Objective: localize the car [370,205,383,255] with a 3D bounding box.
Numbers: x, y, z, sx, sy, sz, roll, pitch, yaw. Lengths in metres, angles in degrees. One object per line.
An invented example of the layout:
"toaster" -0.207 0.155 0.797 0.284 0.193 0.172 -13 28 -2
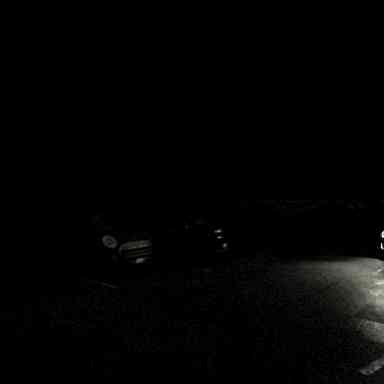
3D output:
"car" 8.776 1.451 12.116 4.553 1.767 2.097 0 0 -36

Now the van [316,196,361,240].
"van" 6.229 1.369 17.674 4.442 1.987 1.878 -1 -1 34

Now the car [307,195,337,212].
"car" 17.709 1.517 45.008 2.435 2.045 5.566 0 0 36

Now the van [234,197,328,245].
"van" 3.821 1.349 15.955 4.442 1.987 1.878 -1 -1 34

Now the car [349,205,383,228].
"car" 13.580 1.684 22.767 4.792 1.488 2.163 -1 -1 34

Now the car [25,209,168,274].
"car" -3.327 1.386 10.749 4.553 1.767 2.185 -1 -1 35

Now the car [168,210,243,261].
"car" -0.889 1.533 12.452 4.892 1.521 2.231 -1 -1 34

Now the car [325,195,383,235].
"car" 8.761 1.363 19.321 5.566 2.045 2.435 -1 -1 34
